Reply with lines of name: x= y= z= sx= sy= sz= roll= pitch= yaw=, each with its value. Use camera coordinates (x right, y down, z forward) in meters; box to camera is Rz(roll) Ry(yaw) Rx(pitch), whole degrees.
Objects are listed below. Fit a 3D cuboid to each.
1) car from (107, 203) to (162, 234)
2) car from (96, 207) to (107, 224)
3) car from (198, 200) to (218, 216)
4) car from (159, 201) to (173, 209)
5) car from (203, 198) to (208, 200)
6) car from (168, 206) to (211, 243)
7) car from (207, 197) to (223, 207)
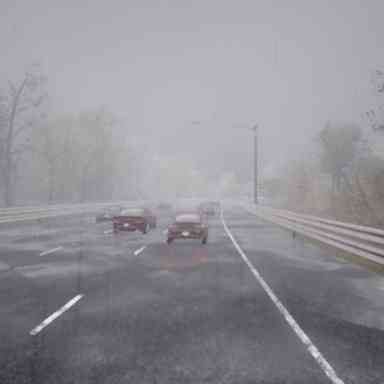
car: x=-3.377 y=1.664 z=20.521 sx=1.882 sy=1.535 sz=5.008 roll=0 pitch=-1 yaw=4
car: x=-6.351 y=1.811 z=27.424 sx=1.994 sy=1.385 sz=4.181 roll=0 pitch=-1 yaw=5
car: x=1.619 y=1.934 z=38.121 sx=1.994 sy=1.385 sz=4.181 roll=0 pitch=-1 yaw=6
car: x=-4.096 y=2.089 z=51.113 sx=1.895 sy=1.301 sz=4.718 roll=0 pitch=-1 yaw=6
car: x=3.684 y=2.360 z=82.985 sx=2.128 sy=1.511 sz=4.902 roll=0 pitch=-1 yaw=9
car: x=-0.114 y=1.685 z=16.963 sx=1.812 sy=1.442 sz=4.674 roll=0 pitch=-1 yaw=4
car: x=4.553 y=2.117 z=64.322 sx=1.882 sy=1.535 sz=5.008 roll=0 pitch=-1 yaw=7
